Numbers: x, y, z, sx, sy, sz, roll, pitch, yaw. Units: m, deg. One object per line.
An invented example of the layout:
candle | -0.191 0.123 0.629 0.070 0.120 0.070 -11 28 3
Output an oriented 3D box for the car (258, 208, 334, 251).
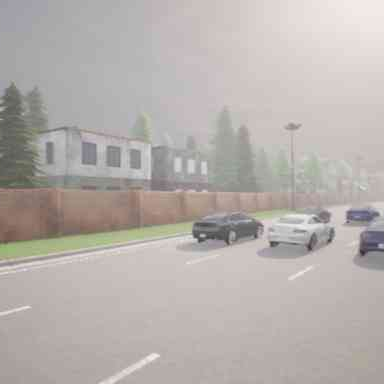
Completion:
car | 4.982 1.690 15.061 1.812 1.442 4.674 -1 -1 37

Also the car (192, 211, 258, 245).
car | 1.933 1.702 16.831 1.837 1.490 4.892 -1 0 37

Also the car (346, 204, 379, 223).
car | 14.100 1.760 27.403 1.882 1.535 5.008 -1 -1 37

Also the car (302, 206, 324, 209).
car | 10.246 1.850 28.104 2.033 1.411 5.357 -1 -1 37

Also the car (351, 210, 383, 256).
car | 7.798 1.657 12.982 1.812 1.442 4.674 -1 -1 37
